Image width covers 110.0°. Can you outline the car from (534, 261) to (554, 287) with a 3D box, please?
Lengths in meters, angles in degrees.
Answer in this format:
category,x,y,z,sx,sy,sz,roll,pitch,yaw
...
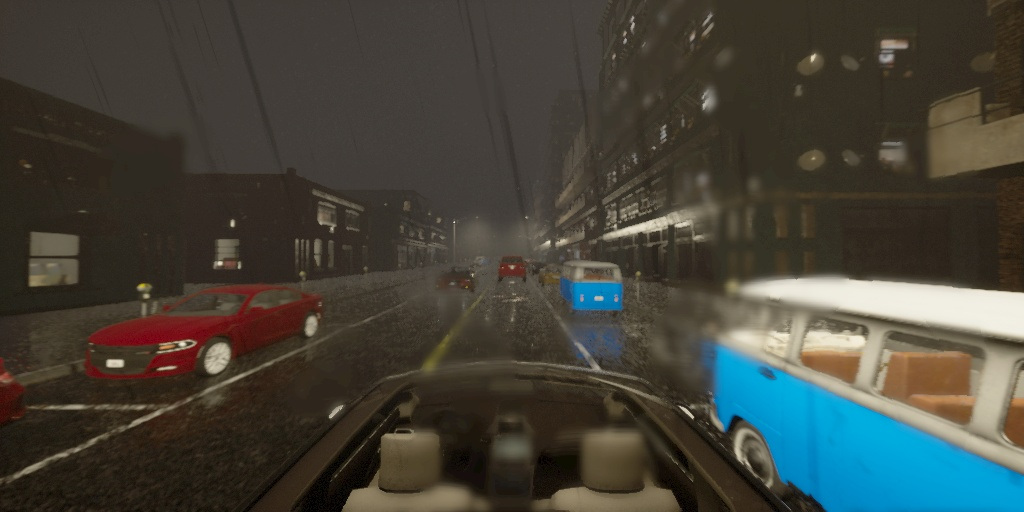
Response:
category,x,y,z,sx,sy,sz,roll,pitch,yaw
car,2.697,1.255,24.327,1.751,1.417,4.829,0,0,0

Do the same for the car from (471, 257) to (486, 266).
category,x,y,z,sx,sy,sz,roll,pitch,yaw
car,-5.675,1.242,57.603,1.948,1.339,4.313,0,0,0

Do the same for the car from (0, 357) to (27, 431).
category,x,y,z,sx,sy,sz,roll,pitch,yaw
car,-5.690,1.333,1.800,1.802,1.307,4.207,0,0,0

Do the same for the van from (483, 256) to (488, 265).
category,x,y,z,sx,sy,sz,roll,pitch,yaw
van,-5.673,1.007,63.184,1.690,1.789,3.998,0,0,0

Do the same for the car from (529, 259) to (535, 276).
category,x,y,z,sx,sy,sz,roll,pitch,yaw
car,2.700,1.280,35.319,1.948,1.339,4.313,0,0,0

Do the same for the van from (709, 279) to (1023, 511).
category,x,y,z,sx,sy,sz,roll,pitch,yaw
van,2.691,1.091,1.833,1.690,1.789,3.998,0,0,0

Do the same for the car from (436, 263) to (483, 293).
category,x,y,z,sx,sy,sz,roll,pitch,yaw
car,-3.003,1.299,20.605,1.994,1.385,4.181,0,0,0

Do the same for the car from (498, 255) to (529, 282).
category,x,y,z,sx,sy,sz,roll,pitch,yaw
car,0.037,0.947,28.795,2.150,2.045,5.566,0,0,1

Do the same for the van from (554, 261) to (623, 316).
category,x,y,z,sx,sy,sz,roll,pitch,yaw
van,2.694,1.082,12.996,1.690,1.789,3.998,0,0,0

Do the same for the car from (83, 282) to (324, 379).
category,x,y,z,sx,sy,sz,roll,pitch,yaw
car,-5.688,1.292,7.381,1.888,1.381,4.507,0,0,0
